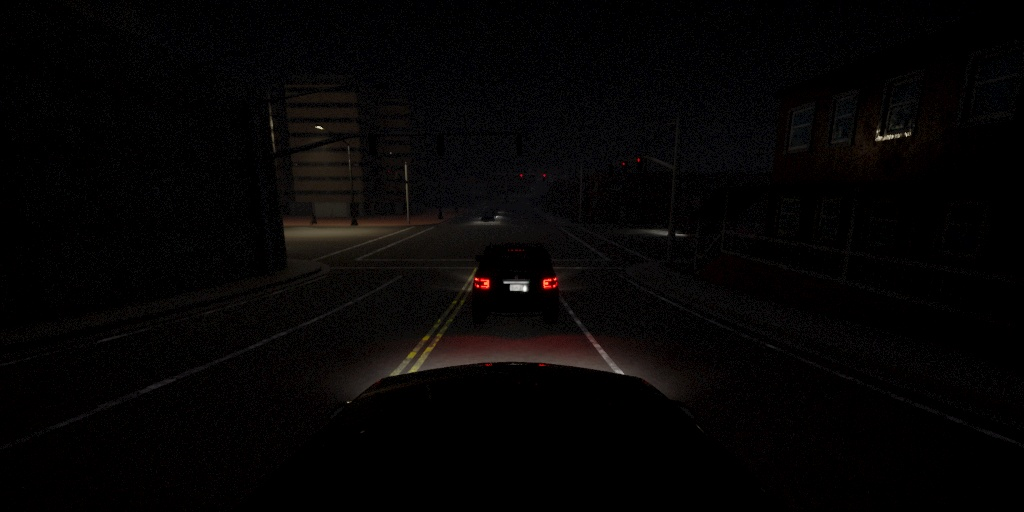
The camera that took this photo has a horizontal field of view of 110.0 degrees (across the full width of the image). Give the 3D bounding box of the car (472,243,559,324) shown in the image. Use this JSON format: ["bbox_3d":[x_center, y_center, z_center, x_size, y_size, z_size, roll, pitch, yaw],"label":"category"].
[{"bbox_3d":[0.057,0.601,10.748,2.150,2.045,5.566,0,4,-1],"label":"car"}]

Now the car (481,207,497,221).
[{"bbox_3d":[-3.760,-6.234,55.409,1.882,1.535,5.008,0,10,0],"label":"car"}]

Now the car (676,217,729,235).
[{"bbox_3d":[19.703,-2.981,36.731,4.674,1.442,1.812,0,10,0],"label":"car"}]

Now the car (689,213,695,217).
[{"bbox_3d":[21.145,-3.871,40.139,5.566,2.045,2.150,0,10,0],"label":"car"}]

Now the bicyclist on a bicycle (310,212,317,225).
[{"bbox_3d":[-25.408,-4.793,45.846,0.582,1.620,1.656,0,10,0],"label":"bicyclist on a bicycle"}]
